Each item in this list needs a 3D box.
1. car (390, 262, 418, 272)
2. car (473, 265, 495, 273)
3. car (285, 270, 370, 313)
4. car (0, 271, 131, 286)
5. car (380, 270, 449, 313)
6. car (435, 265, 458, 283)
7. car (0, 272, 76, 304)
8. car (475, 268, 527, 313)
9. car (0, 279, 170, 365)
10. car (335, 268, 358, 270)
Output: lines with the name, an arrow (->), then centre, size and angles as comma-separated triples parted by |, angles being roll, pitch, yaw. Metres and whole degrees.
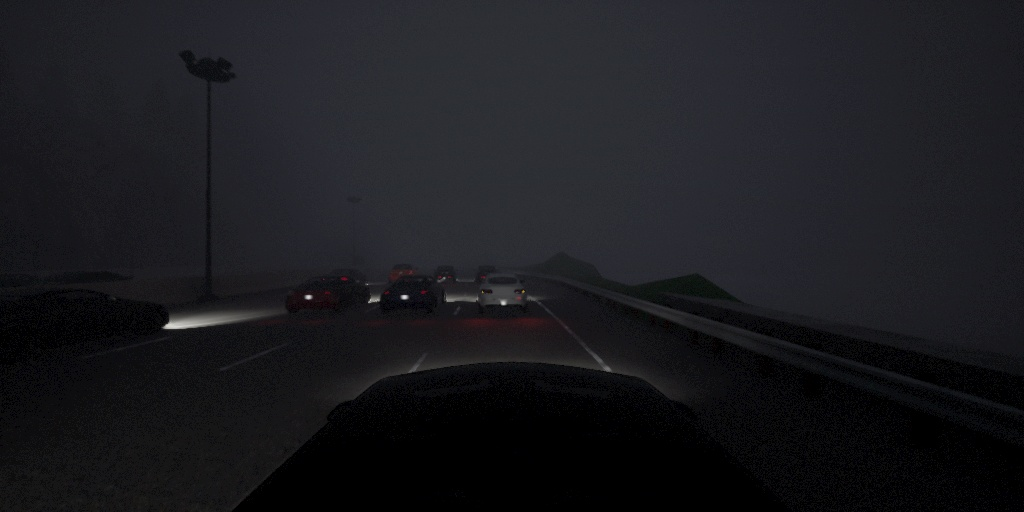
car -> -9.363, 1.428, 31.348 | 2.097, 1.767, 4.553 | 0, -1, -9
car -> -2.245, 1.546, 31.168 | 1.837, 1.490, 4.892 | 0, -1, -8
car -> -7.458, 1.475, 14.919 | 1.994, 1.385, 4.181 | 0, -1, -4
car -> -21.947, 1.512, 18.034 | 1.837, 1.490, 4.892 | 0, -1, -6
car -> -3.941, 1.457, 14.761 | 1.994, 1.385, 4.181 | 0, -1, -4
car -> -5.824, 1.566, 31.425 | 1.837, 1.490, 4.892 | 0, -1, -9
car -> -25.380, 1.566, 17.490 | 2.033, 1.411, 5.357 | 0, -1, -5
car -> -0.435, 1.402, 14.719 | 1.812, 1.442, 4.674 | 0, -1, -4
car -> -10.603, 1.426, 8.347 | 1.994, 1.385, 4.181 | 0, -1, -2
car -> -12.105, 1.588, 26.289 | 2.033, 1.411, 5.357 | 0, -1, -8
